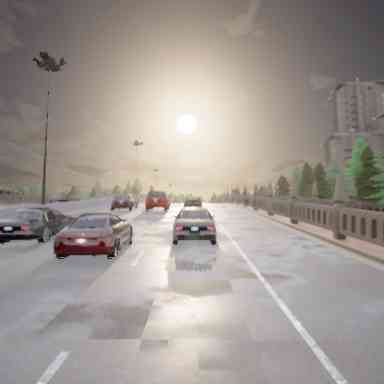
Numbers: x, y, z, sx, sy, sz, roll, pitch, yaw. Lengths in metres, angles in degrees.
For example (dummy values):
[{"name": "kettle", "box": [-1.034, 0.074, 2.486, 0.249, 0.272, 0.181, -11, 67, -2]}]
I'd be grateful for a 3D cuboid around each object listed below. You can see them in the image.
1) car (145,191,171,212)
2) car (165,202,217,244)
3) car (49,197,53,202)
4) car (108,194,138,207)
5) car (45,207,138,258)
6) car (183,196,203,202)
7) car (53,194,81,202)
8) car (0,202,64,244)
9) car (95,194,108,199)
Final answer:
[{"name": "car", "box": [-3.399, 0.878, 33.837, 2.150, 2.045, 5.566, 0, 1, 0]}, {"name": "car", "box": [0.100, 1.406, 14.997, 2.033, 1.411, 5.357, 0, 1, 0]}, {"name": "car", "box": [-21.062, 1.123, 52.912, 1.837, 1.490, 4.892, 0, -1, 0]}, {"name": "car", "box": [-6.900, 1.000, 34.538, 2.097, 1.767, 4.553, 0, 1, 0]}, {"name": "car", "box": [-3.400, 1.452, 12.209, 1.994, 1.385, 4.181, 0, 1, 0]}, {"name": "car", "box": [0.101, 1.152, 34.819, 1.837, 1.490, 4.892, 0, 1, 0]}, {"name": "car", "box": [-17.578, 1.143, 47.518, 1.895, 1.301, 4.718, 0, 0, 0]}, {"name": "car", "box": [-6.900, 1.404, 15.042, 2.033, 1.411, 5.357, 0, 1, 0]}, {"name": "car", "box": [-14.068, 1.113, 52.905, 2.128, 1.511, 4.902, 0, -1, 0]}]
